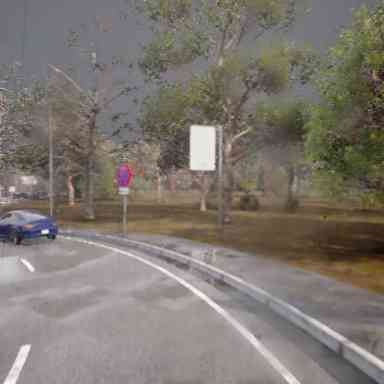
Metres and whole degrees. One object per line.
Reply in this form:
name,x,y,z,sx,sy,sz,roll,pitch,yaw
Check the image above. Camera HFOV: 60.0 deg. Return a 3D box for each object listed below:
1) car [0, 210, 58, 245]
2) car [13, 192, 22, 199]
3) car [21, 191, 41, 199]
car,-8.247,1.609,16.104,4.674,1.442,1.812,-1,0,39
car,-41.297,0.718,79.370,1.882,1.535,5.008,-1,2,-10
car,-37.763,0.800,78.079,1.994,1.385,4.181,-1,2,-10
